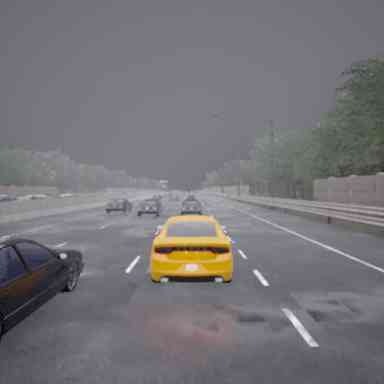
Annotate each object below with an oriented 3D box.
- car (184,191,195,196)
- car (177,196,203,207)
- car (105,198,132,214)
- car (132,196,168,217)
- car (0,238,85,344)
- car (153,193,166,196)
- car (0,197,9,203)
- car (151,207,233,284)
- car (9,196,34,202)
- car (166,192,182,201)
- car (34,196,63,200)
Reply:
[{"bbox_3d":[-0.103,1.118,68.600,1.837,1.490,4.892,0,0,0],"label":"car"},{"bbox_3d":[-0.040,1.334,28.865,2.033,1.411,5.357,0,0,0],"label":"car"},{"bbox_3d":[-7.046,1.319,32.602,2.033,1.411,5.357,0,0,0],"label":"car"},{"bbox_3d":[-3.540,1.337,28.860,2.033,1.411,5.357,0,0,0],"label":"car"},{"bbox_3d":[-3.503,1.499,5.623,2.033,1.411,5.357,0,0,0],"label":"car"},{"bbox_3d":[-7.105,1.121,68.537,2.128,1.511,4.902,0,0,0],"label":"car"},{"bbox_3d":[-24.610,1.285,42.576,2.033,1.411,5.357,0,0,1],"label":"car"},{"bbox_3d":[-0.008,1.396,9.392,1.882,1.535,5.008,0,0,0],"label":"car"},{"bbox_3d":[-21.117,1.260,42.920,1.812,1.442,4.674,0,0,0],"label":"car"},{"bbox_3d":[-3.605,1.178,68.586,1.994,1.385,4.181,0,0,0],"label":"car"},{"bbox_3d":[-17.619,1.281,42.518,2.033,1.411,5.357,0,0,0],"label":"car"}]
